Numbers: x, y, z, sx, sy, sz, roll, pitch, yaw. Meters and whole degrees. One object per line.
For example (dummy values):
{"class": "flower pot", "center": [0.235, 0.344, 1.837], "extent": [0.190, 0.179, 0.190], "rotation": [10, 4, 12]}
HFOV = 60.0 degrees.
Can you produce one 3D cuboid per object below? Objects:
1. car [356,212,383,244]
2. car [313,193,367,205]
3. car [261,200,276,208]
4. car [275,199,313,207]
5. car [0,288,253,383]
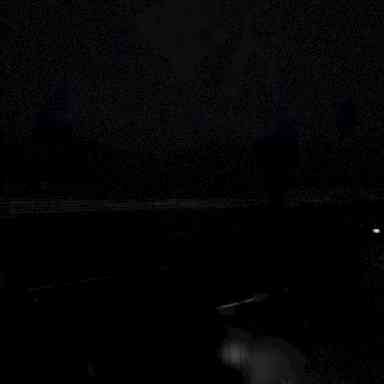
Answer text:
{"class": "car", "center": [9.024, 1.525, 14.483], "extent": [4.181, 1.385, 1.994], "rotation": [0, 0, -36]}
{"class": "car", "center": [14.250, 1.154, 31.271], "extent": [5.566, 2.045, 2.150], "rotation": [0, 0, -35]}
{"class": "car", "center": [9.960, 1.479, 36.813], "extent": [5.357, 1.411, 2.033], "rotation": [0, 0, -35]}
{"class": "car", "center": [10.869, 1.535, 33.178], "extent": [4.718, 1.301, 1.895], "rotation": [0, 0, -35]}
{"class": "car", "center": [-1.470, 1.563, 2.698], "extent": [4.181, 1.385, 1.994], "rotation": [0, 0, -36]}
